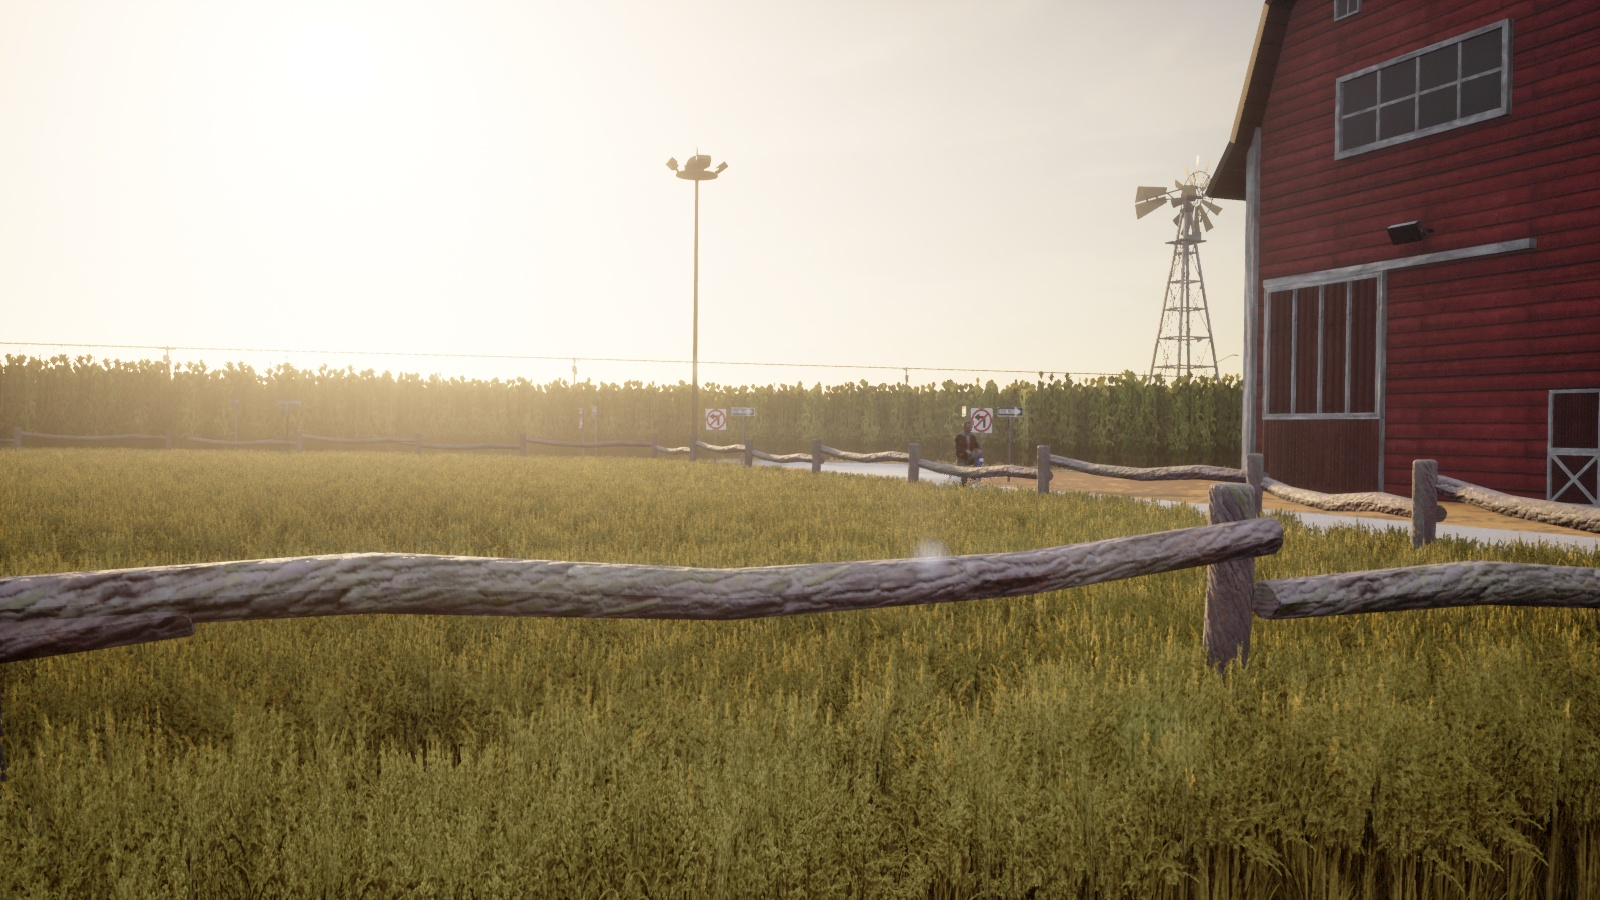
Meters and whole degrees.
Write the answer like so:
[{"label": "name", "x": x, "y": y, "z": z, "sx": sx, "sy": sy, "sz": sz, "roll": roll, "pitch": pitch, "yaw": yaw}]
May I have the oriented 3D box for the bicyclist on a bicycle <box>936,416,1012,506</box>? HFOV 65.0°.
[{"label": "bicyclist on a bicycle", "x": 3.543, "y": 0.212, "z": 25.714, "sx": 0.659, "sy": 1.776, "sz": 1.843, "roll": -1, "pitch": 1, "yaw": -23}]
